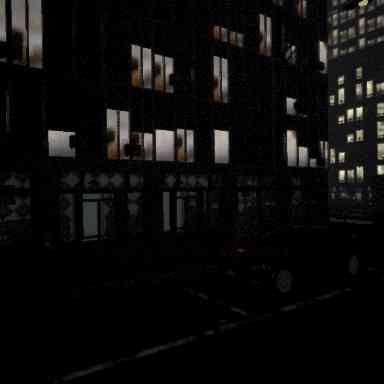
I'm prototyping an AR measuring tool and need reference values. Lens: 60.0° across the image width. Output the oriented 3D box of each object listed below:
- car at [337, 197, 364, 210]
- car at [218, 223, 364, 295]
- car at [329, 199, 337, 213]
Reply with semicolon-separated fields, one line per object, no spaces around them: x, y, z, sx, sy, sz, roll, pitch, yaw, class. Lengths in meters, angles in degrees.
17.278;1.274;38.501;1.752;1.417;4.829;-1;1;-35;car
2.683;1.541;8.647;4.507;1.381;1.887;0;-1;-35;car
11.296;1.450;32.538;2.008;1.369;4.403;-1;1;-35;car
